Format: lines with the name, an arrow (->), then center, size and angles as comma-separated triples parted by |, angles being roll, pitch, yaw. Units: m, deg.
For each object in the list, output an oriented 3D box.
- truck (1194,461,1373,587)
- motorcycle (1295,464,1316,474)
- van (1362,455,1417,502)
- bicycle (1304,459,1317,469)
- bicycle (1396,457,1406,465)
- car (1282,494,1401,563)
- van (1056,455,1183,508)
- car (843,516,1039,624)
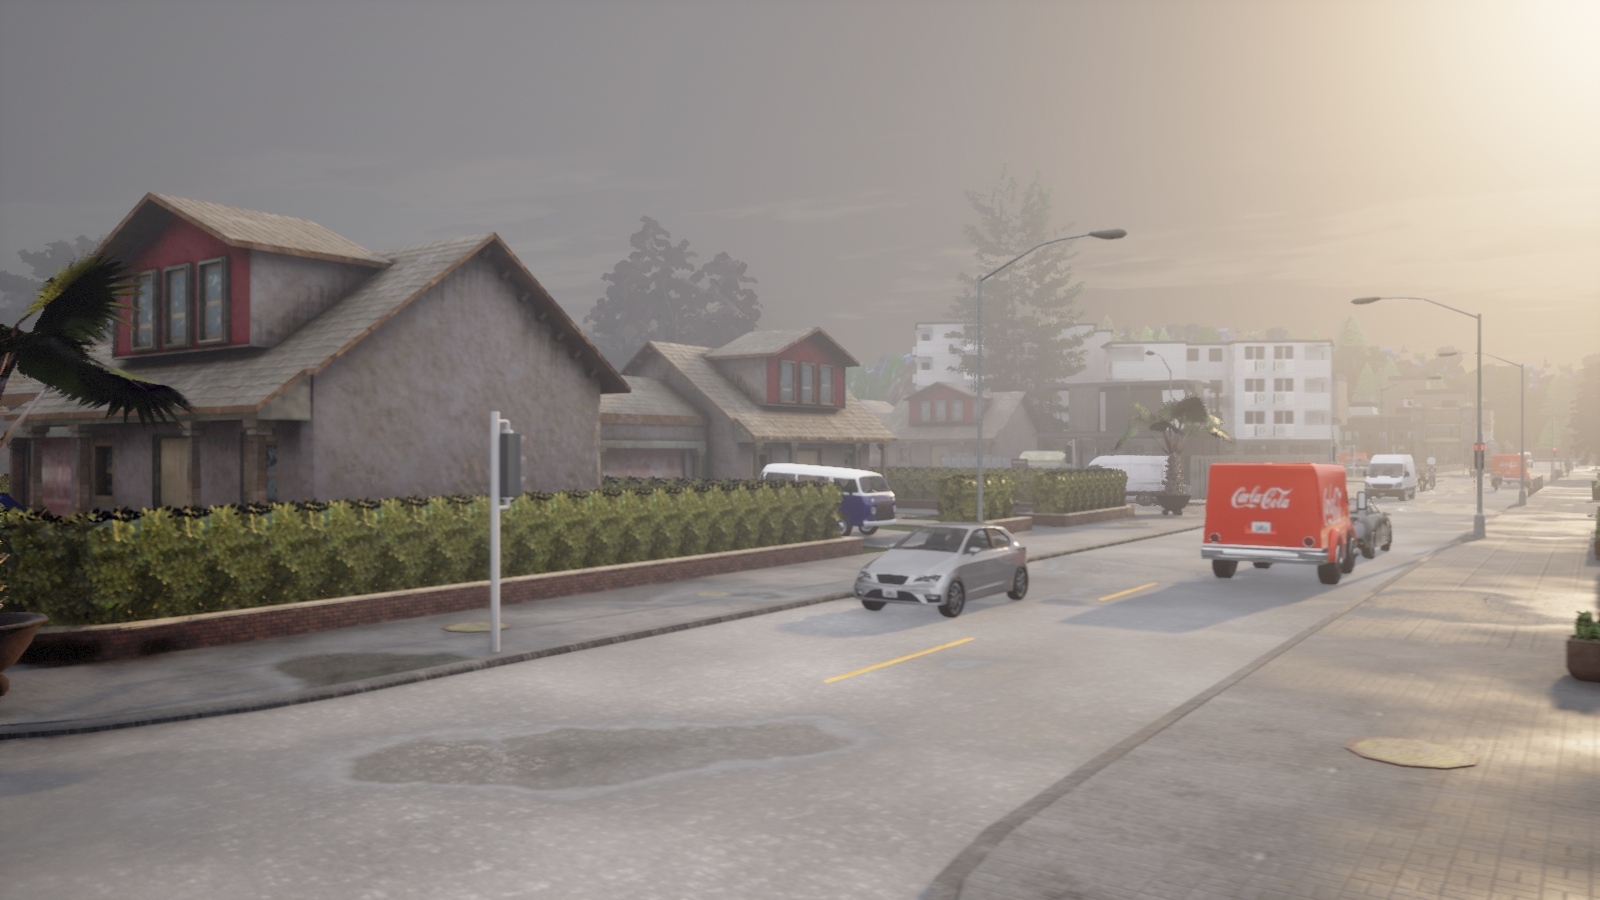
truck -> 10.836, 1.546, 25.353 | 2.627, 2.467, 5.204 | 0, -2, 35
motorcycle -> 58.200, 2.198, 131.502 | 2.033, 1.199, 0.803 | 0, 0, 35
van -> 33.167, 1.540, 64.196 | 1.988, 2.561, 5.915 | 0, 0, 35
bicycle -> 76.141, 2.075, 170.408 | 1.835, 1.471, 0.329 | 0, 0, 35
bicycle -> 116.756, 2.069, 221.853 | 1.643, 1.496, 0.373 | 0, 0, 35
car -> 14.758, 2.050, 30.967 | 2.128, 1.511, 4.902 | 0, 0, 35
van -> 16.284, 1.543, 58.441 | 5.915, 2.561, 1.988 | 0, 0, 37
car -> 2.651, 2.070, 20.672 | 1.816, 1.474, 4.193 | 0, 0, 34
